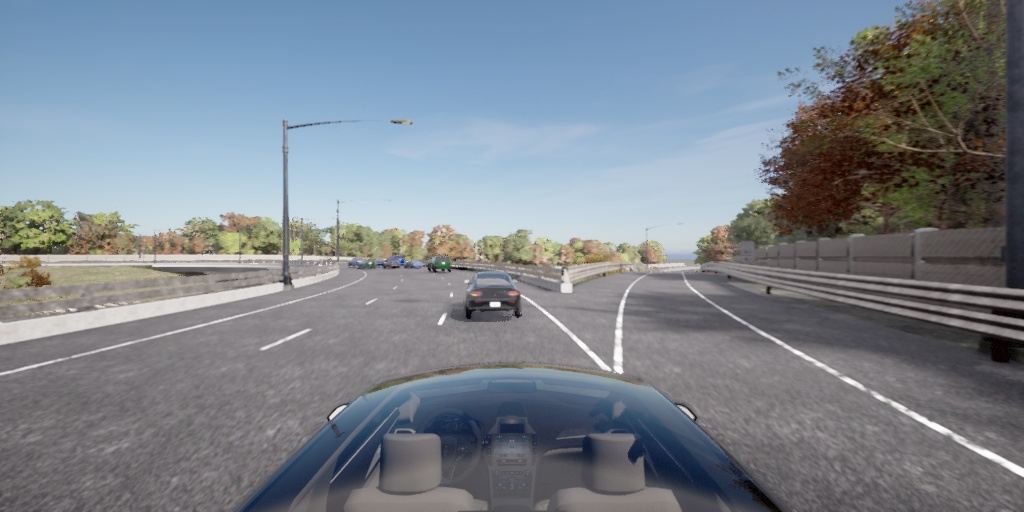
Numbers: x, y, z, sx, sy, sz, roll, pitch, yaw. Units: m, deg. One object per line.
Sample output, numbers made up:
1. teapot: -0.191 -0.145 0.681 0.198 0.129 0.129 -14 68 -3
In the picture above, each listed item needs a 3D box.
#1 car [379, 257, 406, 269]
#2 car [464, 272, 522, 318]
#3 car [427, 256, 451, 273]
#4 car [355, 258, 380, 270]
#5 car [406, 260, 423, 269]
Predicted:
1. car: -19.451 1.357 58.169 2.128 1.511 4.902 0 0 -34
2. car: -0.750 1.286 13.033 1.812 1.442 4.674 0 0 -6
3. car: -9.398 1.031 46.123 2.150 2.045 5.566 0 0 -23
4. car: -23.254 1.239 57.633 2.097 1.767 4.553 0 0 -34
5. car: -16.621 1.398 60.235 2.033 1.411 5.357 0 0 -34
